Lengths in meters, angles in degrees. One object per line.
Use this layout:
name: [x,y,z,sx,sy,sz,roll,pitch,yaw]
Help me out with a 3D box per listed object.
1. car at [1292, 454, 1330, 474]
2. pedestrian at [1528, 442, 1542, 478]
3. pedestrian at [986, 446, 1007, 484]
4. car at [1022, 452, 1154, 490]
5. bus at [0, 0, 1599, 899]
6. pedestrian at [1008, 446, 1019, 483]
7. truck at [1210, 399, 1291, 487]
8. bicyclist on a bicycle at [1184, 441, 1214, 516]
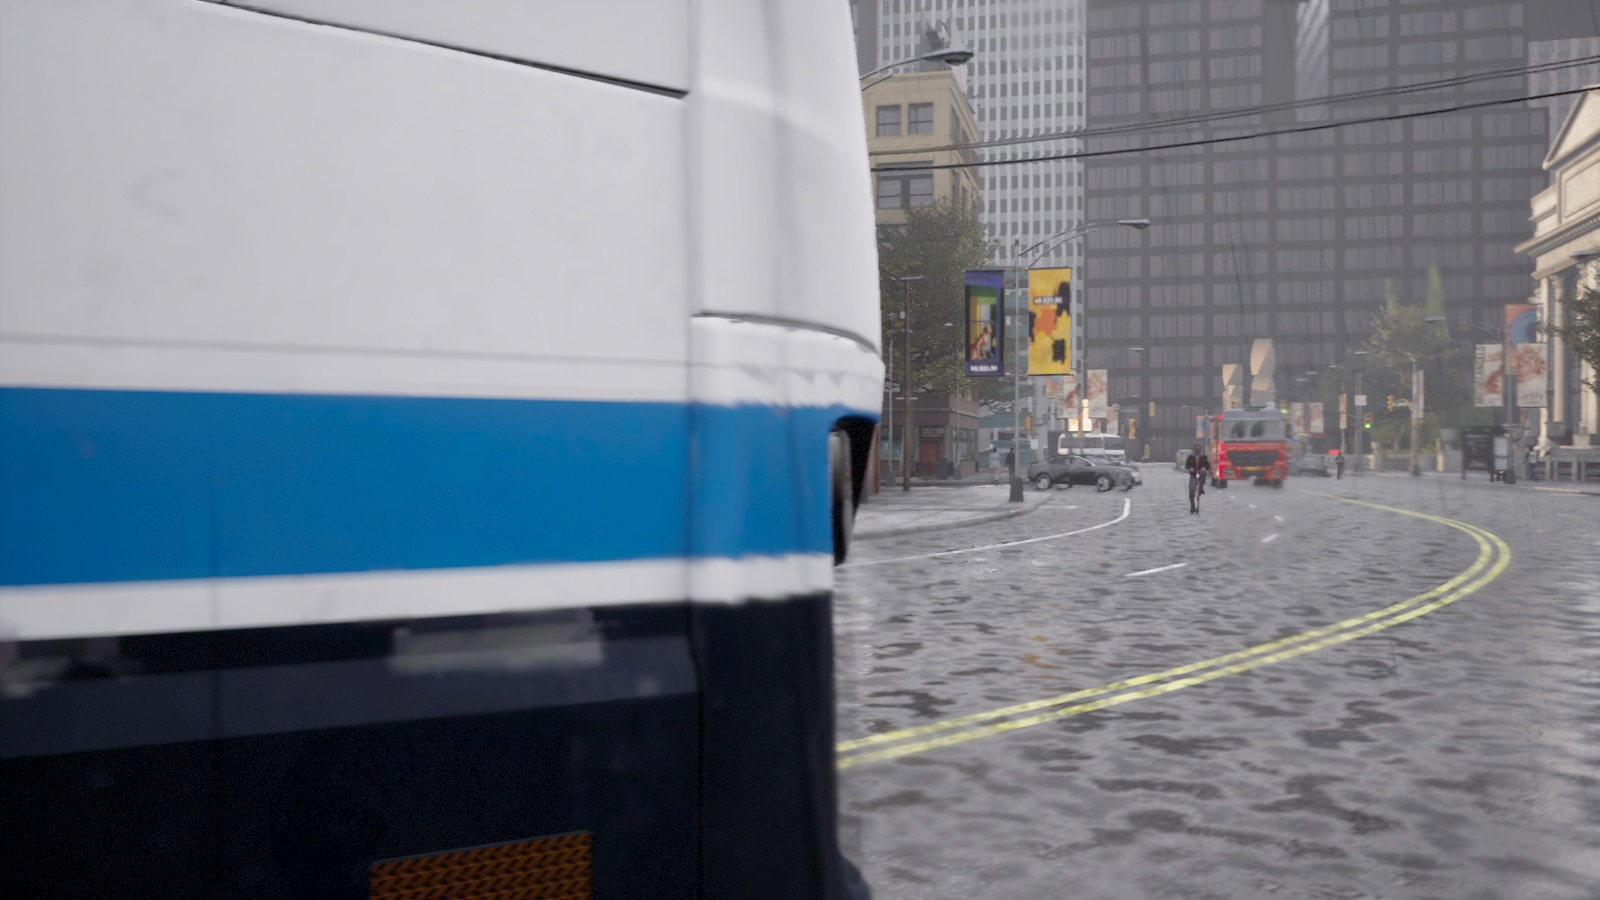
car: [36.385,0.998,89.427,1.994,1.385,4.181,0,0,15]
pedestrian: [37.850,0.508,64.703,0.354,1.836,0.706,0,0,6]
pedestrian: [9.672,0.724,61.970,0.874,1.855,0.900,0,0,-1]
car: [11.843,0.835,51.853,4.902,1.511,2.128,0,0,45]
bus: [-4.398,-0.618,0.558,10.273,4.253,3.944,0,0,-28]
pedestrian: [10.610,0.717,62.395,0.431,1.840,0.703,0,0,18]
truck: [20.914,-0.287,58.701,2.891,3.827,8.468,0,0,15]
bicyclist on a bicycle: [9.823,0.689,30.957,0.659,1.776,1.843,0,0,16]
